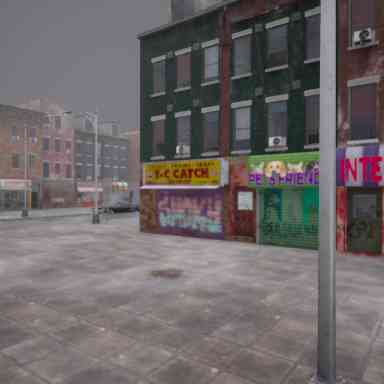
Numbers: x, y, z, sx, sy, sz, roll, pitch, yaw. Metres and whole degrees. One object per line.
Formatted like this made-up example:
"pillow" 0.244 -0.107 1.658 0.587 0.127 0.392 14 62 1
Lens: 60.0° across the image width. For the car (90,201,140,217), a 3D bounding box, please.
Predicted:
"car" -6.994 1.478 30.615 1.895 1.301 4.718 0 0 35
